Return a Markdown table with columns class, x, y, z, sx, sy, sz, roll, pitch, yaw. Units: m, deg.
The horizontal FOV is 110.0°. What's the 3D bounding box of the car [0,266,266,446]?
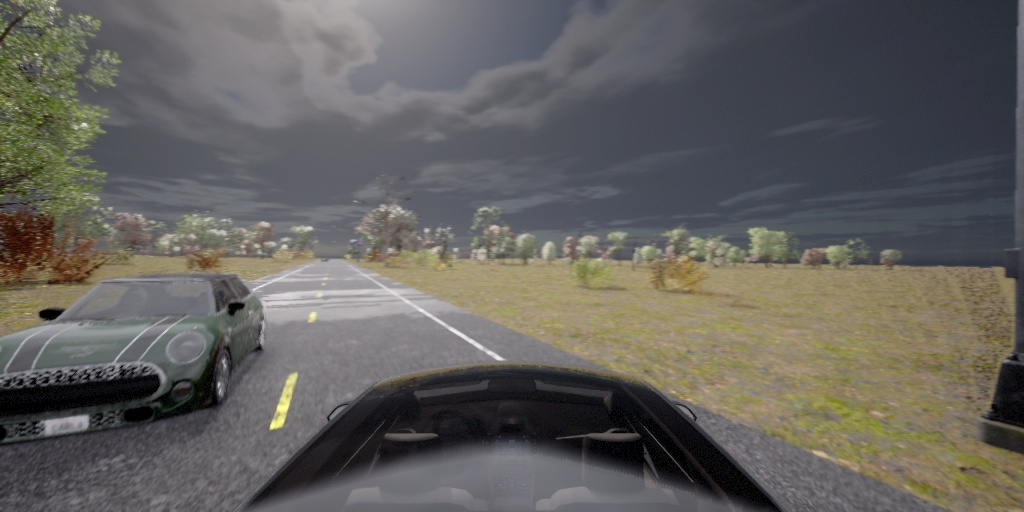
| class | x | y | z | sx | sy | sz | roll | pitch | yaw |
| --- | --- | --- | --- | --- | --- | --- | --- | --- | --- |
| car | -5.350 | 1.065 | 5.526 | 2.097 | 1.767 | 4.553 | 1 | 0 | -26 |
